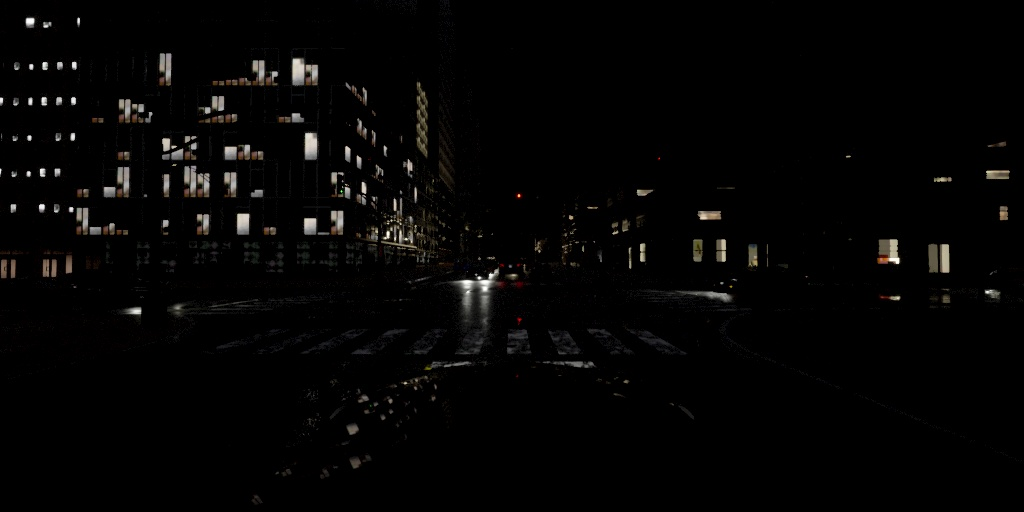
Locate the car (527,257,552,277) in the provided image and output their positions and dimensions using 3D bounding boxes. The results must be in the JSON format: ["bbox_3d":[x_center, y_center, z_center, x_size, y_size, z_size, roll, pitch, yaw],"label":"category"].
[{"bbox_3d":[2.751,1.194,34.988,1.967,1.591,4.097,0,0,0],"label":"car"}]

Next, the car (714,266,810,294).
[{"bbox_3d":[12.843,1.208,18.588,4.181,1.385,1.994,0,-1,-1],"label":"car"}]

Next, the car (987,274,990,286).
[{"bbox_3d":[27.775,0.855,18.469,4.553,1.767,2.097,-1,-1,1],"label":"car"}]

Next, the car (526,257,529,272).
[{"bbox_3d":[2.772,1.070,46.336,2.192,1.841,5.009,0,0,0],"label":"car"}]

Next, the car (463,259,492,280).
[{"bbox_3d":[-3.019,1.280,32.087,1.812,1.442,4.674,0,0,-1],"label":"car"}]

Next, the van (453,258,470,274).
[{"bbox_3d":[-5.619,1.096,40.639,1.690,1.789,3.998,0,0,0],"label":"van"}]

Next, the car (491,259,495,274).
[{"bbox_3d":[-3.025,1.319,42.036,1.994,1.385,4.181,0,0,0],"label":"car"}]

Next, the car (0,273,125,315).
[{"bbox_3d":[-17.399,1.412,13.186,4.207,1.307,1.802,0,0,1],"label":"car"}]

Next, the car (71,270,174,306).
[{"bbox_3d":[-17.868,1.359,15.798,5.008,1.535,1.882,-1,-1,1],"label":"car"}]

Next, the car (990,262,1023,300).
[{"bbox_3d":[20.709,0.994,12.751,4.829,1.417,1.751,0,0,1],"label":"car"}]

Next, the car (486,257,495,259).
[{"bbox_3d":[-3.005,1.303,52.316,2.033,1.411,5.357,0,0,0],"label":"car"}]

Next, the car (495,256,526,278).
[{"bbox_3d":[-0.016,0.977,33.538,2.150,2.045,5.566,0,0,2],"label":"car"}]
